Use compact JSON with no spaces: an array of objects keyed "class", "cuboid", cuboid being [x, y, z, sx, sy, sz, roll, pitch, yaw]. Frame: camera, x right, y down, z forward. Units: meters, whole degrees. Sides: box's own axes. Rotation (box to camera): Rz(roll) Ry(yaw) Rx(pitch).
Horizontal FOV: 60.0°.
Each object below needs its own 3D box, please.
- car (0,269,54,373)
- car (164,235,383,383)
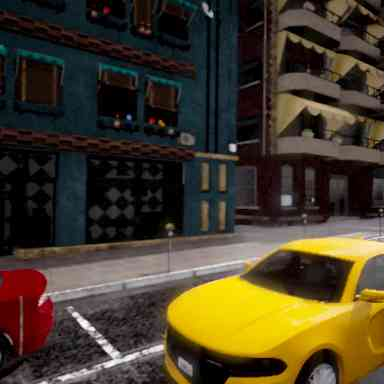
[{"class":"car","cuboid":[-3.980,1.550,3.703,4.507,1.381,1.887,0,1,-36]},{"class":"car","cuboid":[1.964,1.460,4.780,5.008,1.535,1.882,0,0,-36]}]
